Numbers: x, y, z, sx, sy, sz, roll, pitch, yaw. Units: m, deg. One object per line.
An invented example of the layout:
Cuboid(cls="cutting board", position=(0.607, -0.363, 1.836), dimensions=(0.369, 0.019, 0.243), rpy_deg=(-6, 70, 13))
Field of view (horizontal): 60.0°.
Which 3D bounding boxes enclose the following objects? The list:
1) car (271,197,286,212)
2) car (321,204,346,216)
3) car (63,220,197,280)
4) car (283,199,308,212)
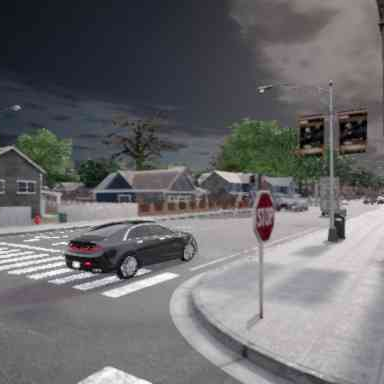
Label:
Cuboid(cls="car", position=(12.722, 1.836, 49.958), dimensions=(2.150, 2.045, 5.566), rpy_deg=(-1, -1, 34))
Cuboid(cls="car", position=(15.747, 1.984, 36.901), dimensions=(1.994, 1.385, 4.181), rpy_deg=(-1, -1, 34))
Cuboid(cls="car", position=(-1.690, 1.664, 10.707), dimensions=(1.837, 1.490, 4.892), rpy_deg=(-1, -1, 34))
Cuboid(cls="car", position=(15.445, 2.067, 48.179), dimensions=(2.128, 1.511, 4.902), rpy_deg=(-1, -1, 34))
